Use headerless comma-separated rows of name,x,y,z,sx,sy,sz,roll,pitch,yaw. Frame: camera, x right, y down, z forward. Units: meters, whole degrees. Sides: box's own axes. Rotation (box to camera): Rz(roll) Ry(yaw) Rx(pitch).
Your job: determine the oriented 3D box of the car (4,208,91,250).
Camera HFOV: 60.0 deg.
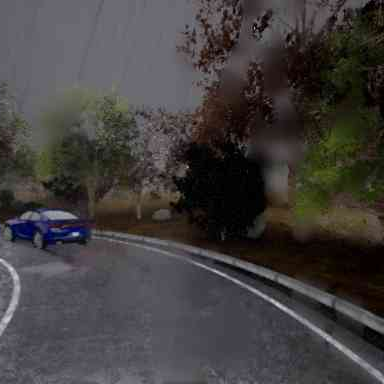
car,-6.291,1.443,14.285,5.008,1.535,1.882,0,-1,41
